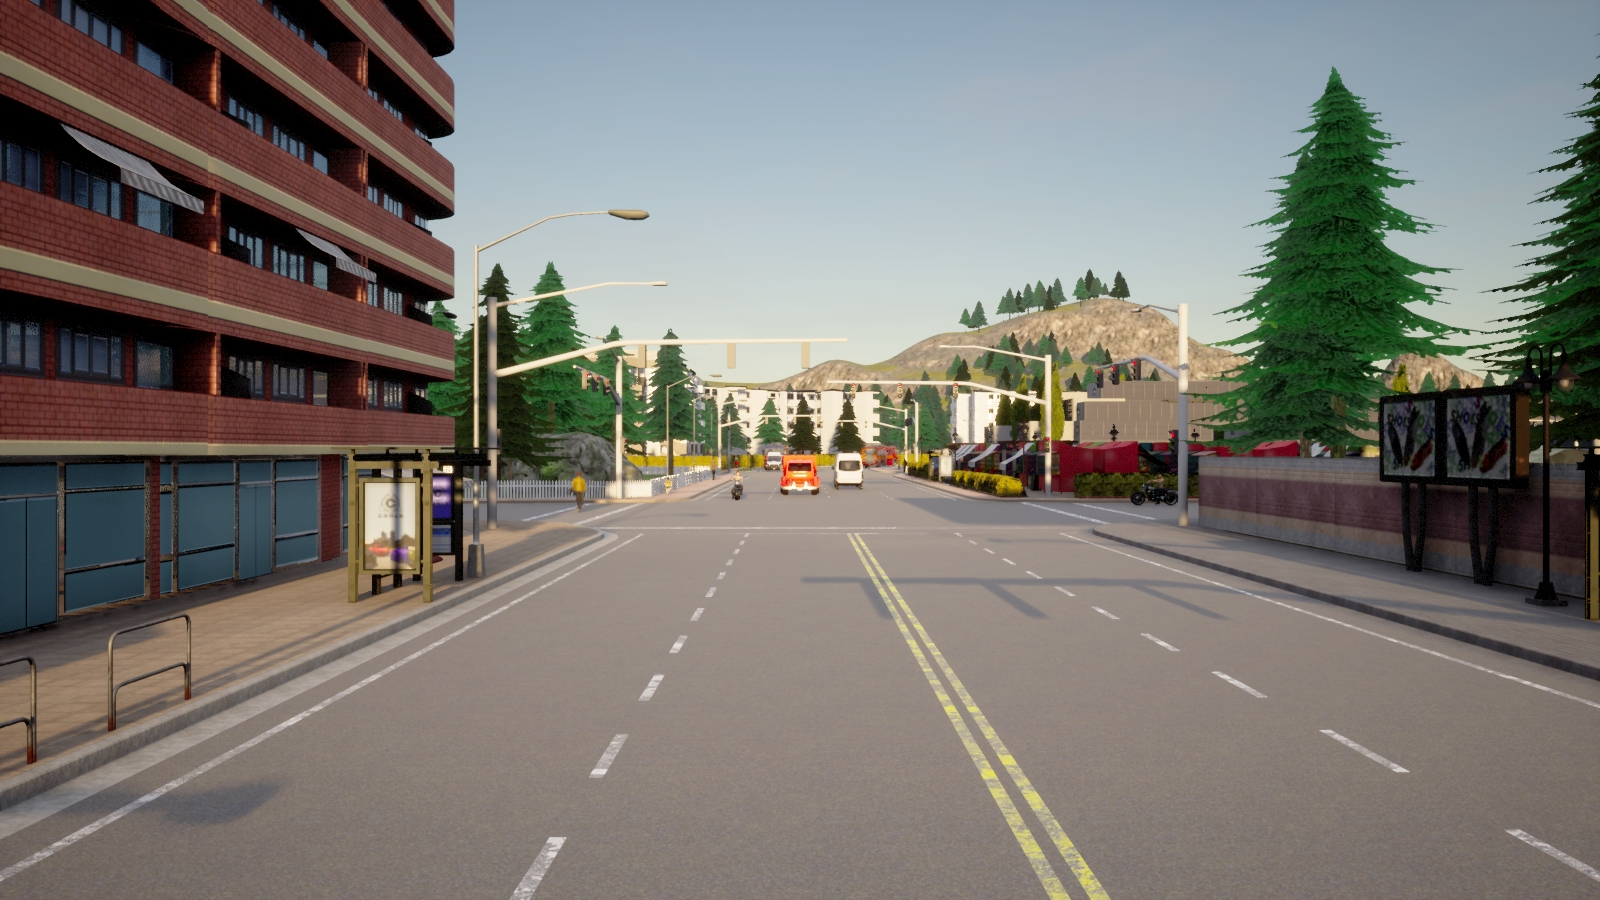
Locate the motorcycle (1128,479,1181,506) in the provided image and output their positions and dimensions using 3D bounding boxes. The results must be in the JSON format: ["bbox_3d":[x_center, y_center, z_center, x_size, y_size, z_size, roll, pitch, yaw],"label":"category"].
[{"bbox_3d":[17.582,2.102,56.689,2.356,1.307,0.764,0,0,0],"label":"motorcycle"}]

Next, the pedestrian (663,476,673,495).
[{"bbox_3d":[-7.739,2.079,67.007,0.500,1.100,0.500,0,0,0],"label":"pedestrian"}]

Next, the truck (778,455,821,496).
[{"bbox_3d":[-0.006,1.572,72.542,2.627,2.467,5.204,0,0,0],"label":"truck"}]

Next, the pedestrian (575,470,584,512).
[{"bbox_3d":[-9.699,1.795,50.293,0.375,1.860,0.375,0,0,-7],"label":"pedestrian"}]
